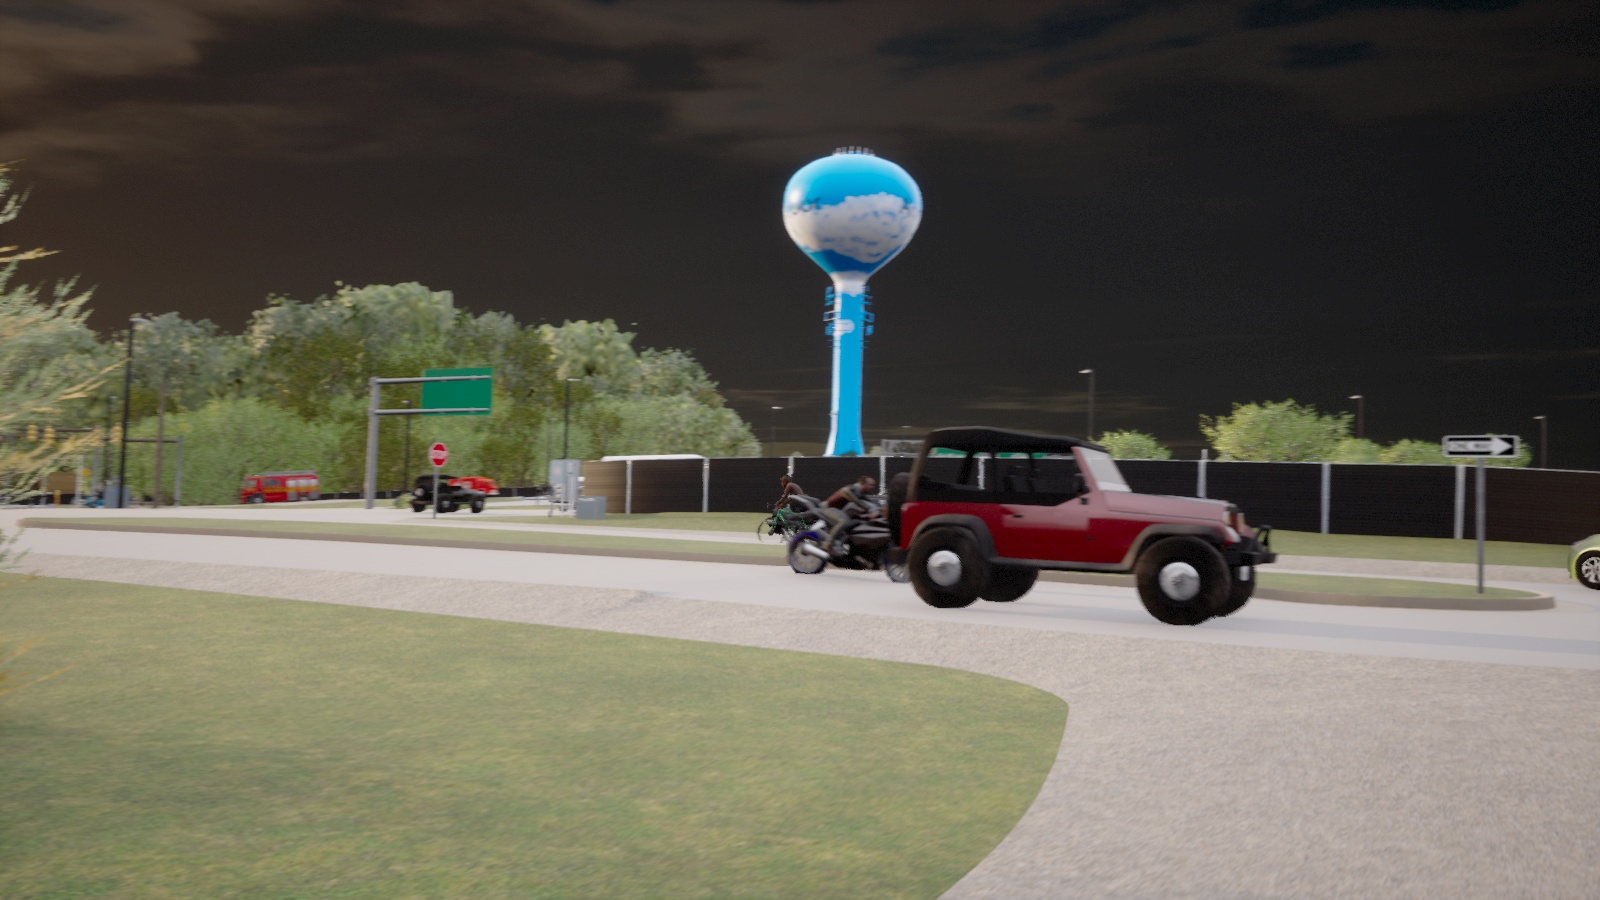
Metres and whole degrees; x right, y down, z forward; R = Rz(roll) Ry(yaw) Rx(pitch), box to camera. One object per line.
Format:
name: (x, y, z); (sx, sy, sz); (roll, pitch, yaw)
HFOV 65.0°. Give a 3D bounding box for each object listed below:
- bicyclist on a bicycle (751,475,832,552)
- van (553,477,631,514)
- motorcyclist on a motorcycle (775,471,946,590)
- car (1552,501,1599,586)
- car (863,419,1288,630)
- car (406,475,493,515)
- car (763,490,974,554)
bicyclist on a bicycle: (-0.188, 1.385, 27.585); (1.656, 1.620, 0.582); (1, -3, 27)
van: (-11.726, 2.597, 71.083); (2.069, 2.038, 4.480); (0, -2, 28)
motorcyclist on a motorcycle: (0.856, 1.132, 17.974); (2.191, 1.530, 0.866); (2, -3, 28)
car: (15.696, 1.675, 21.653); (2.007, 1.525, 4.514); (3, -3, -17)
car: (2.838, 0.713, 12.955); (3.866, 1.878, 1.905); (0, -3, 28)
car: (-16.986, 2.194, 60.990); (1.905, 1.878, 3.866); (0, -2, 28)
car: (1.650, 1.733, 30.570); (4.718, 1.301, 1.895); (1, -3, 27)
